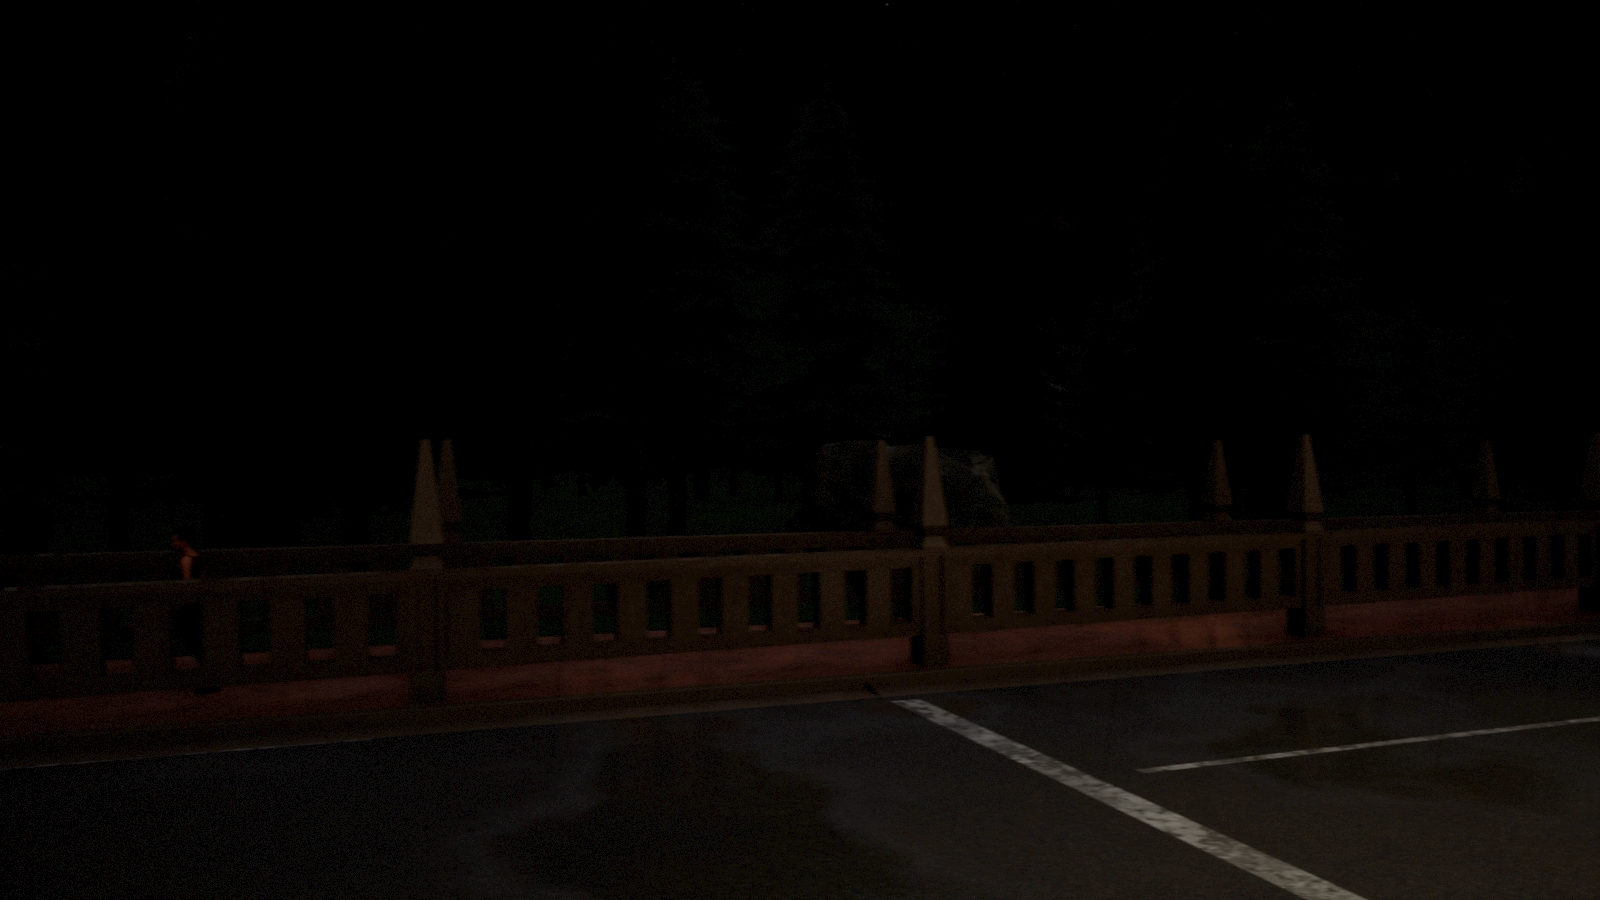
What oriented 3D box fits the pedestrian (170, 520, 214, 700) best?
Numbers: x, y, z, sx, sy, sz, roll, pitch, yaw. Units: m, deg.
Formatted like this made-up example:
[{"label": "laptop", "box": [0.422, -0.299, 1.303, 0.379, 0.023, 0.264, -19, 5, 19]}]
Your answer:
[{"label": "pedestrian", "box": [-6.511, 1.694, 12.243, 0.375, 1.860, 0.375, 0, 0, -20]}]
